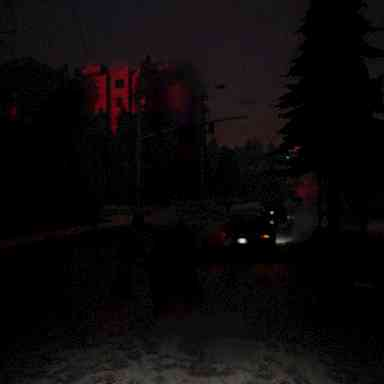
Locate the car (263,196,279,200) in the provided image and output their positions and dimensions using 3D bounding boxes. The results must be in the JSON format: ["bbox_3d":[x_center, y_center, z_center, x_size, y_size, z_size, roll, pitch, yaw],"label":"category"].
[{"bbox_3d":[12.104,1.625,53.087,2.033,1.411,5.357,0,0,21],"label":"car"}]

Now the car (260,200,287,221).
[{"bbox_3d":[6.888,1.603,27.905,1.994,1.385,4.181,0,0,18],"label":"car"}]

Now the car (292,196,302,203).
[{"bbox_3d":[21.275,1.491,67.412,2.033,1.411,5.357,0,0,21],"label":"car"}]

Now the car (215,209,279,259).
[{"bbox_3d":[2.171,1.570,12.795,1.994,1.385,4.181,0,0,15],"label":"car"}]

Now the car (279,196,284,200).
[{"bbox_3d":[17.639,1.577,67.684,1.837,1.490,4.892,0,0,21],"label":"car"}]
